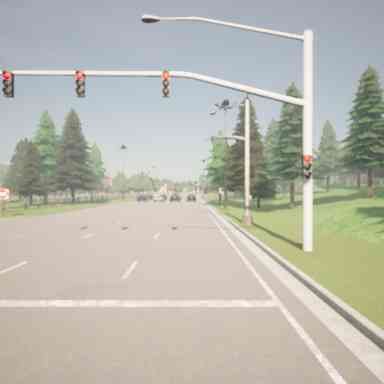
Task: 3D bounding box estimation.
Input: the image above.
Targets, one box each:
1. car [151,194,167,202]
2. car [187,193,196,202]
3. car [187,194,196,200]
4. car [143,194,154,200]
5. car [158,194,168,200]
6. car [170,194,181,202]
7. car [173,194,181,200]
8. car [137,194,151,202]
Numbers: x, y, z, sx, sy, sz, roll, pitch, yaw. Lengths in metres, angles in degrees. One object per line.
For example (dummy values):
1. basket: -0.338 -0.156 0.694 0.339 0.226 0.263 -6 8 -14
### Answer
1. car: -7.104 1.432 71.360 1.895 1.301 4.718 0 0 0
2. car: -0.104 1.191 71.277 2.097 1.767 4.553 0 0 0
3. car: -0.118 1.208 81.343 1.994 1.385 4.181 0 0 0
4. car: -10.618 1.208 81.328 1.994 1.385 4.181 0 0 0
5. car: -7.118 1.208 81.333 1.994 1.385 4.181 0 0 0
6. car: -3.604 1.193 71.305 2.097 1.767 4.553 0 0 0
7. car: -3.618 1.180 81.338 1.812 1.442 4.674 0 0 0
8. car: -10.603 1.337 70.908 1.837 1.490 4.892 0 0 0
